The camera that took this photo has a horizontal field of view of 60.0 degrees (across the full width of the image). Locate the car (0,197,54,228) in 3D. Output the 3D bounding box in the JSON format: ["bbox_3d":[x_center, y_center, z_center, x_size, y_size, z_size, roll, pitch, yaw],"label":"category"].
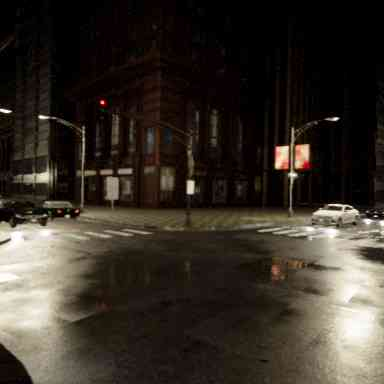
[{"bbox_3d":[-10.234,1.250,19.854,1.812,1.442,4.674,1,0,-44],"label":"car"}]

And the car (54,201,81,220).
[{"bbox_3d":[-10.051,1.331,24.361,1.895,1.301,4.718,1,0,-44],"label":"car"}]

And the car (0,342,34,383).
[{"bbox_3d":[-3.546,1.472,1.290,2.033,1.411,5.357,1,1,42],"label":"car"}]

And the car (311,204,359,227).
[{"bbox_3d":[10.117,1.584,23.291,4.674,1.442,1.812,1,0,-44],"label":"car"}]

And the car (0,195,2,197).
[{"bbox_3d":[-16.972,0.806,26.906,2.150,2.045,5.566,1,0,-44],"label":"car"}]

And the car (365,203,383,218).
[{"bbox_3d":[17.829,1.723,30.642,5.357,1.411,2.033,1,0,-44],"label":"car"}]
